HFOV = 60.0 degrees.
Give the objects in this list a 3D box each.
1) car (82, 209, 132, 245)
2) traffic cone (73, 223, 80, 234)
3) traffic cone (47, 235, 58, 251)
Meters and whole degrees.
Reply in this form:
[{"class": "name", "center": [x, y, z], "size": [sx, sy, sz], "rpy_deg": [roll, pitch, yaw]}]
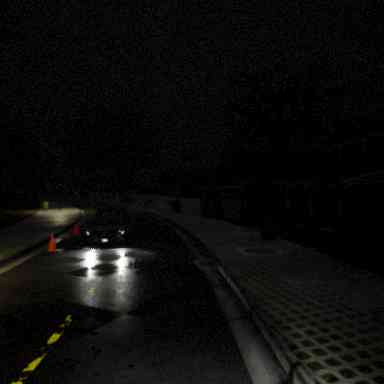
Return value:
[{"class": "car", "center": [-3.854, 1.519, 15.756], "size": [2.033, 1.411, 5.357], "rpy_deg": [0, 0, -9]}, {"class": "traffic cone", "center": [-6.106, 1.927, 17.550], "size": [0.340, 0.580, 0.340], "rpy_deg": [0, 0, -10]}, {"class": "traffic cone", "center": [-5.337, 1.936, 12.726], "size": [0.340, 0.580, 0.340], "rpy_deg": [0, 0, -8]}]
